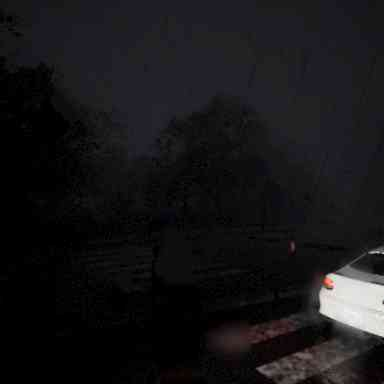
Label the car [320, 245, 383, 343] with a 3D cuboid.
[{"bbox_3d":[4.253,1.596,5.783,4.674,1.442,1.812,1,-1,-29],"label":"car"}]
